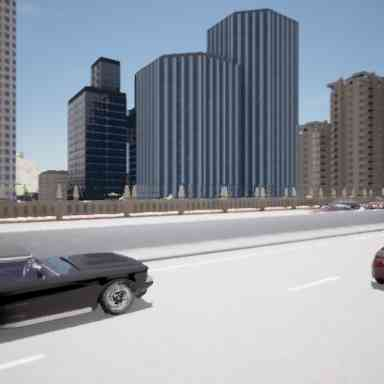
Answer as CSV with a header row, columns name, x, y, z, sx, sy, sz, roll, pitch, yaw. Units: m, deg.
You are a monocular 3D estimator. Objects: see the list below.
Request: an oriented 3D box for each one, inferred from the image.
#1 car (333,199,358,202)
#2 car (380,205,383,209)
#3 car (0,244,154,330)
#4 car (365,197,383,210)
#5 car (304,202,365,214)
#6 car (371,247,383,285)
name,x,y,z,sx,sy,sz,roll,pitch,yaw
car,16.970,1.495,37.351,4.902,1.511,2.128,0,0,-34
car,11.680,1.493,16.382,4.902,1.511,2.128,0,0,-35
car,-3.089,1.601,5.843,4.718,1.301,1.895,0,0,-36
car,20.290,1.355,35.372,4.553,1.767,2.097,0,0,-34
car,10.248,1.603,24.183,4.718,1.301,1.895,0,0,-35
car,6.305,1.565,8.248,4.181,1.385,1.994,0,0,-36
